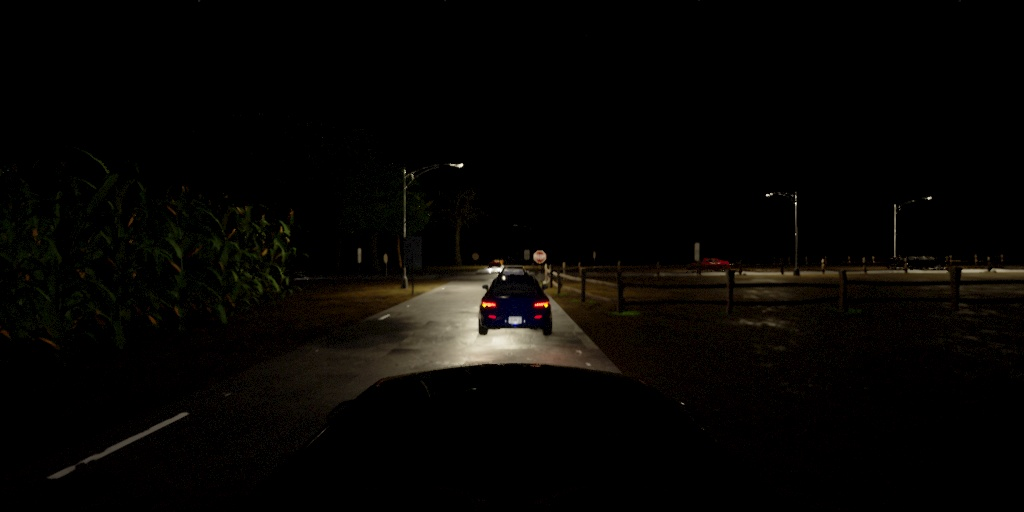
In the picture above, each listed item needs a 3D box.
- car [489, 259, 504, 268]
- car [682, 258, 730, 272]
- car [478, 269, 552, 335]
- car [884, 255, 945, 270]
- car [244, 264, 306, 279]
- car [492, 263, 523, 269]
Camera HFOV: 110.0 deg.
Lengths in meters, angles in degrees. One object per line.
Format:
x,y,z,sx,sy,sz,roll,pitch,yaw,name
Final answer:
-2.830,1.345,59.663,1.895,1.301,4.718,0,0,0,car
20.507,0.979,37.988,4.674,1.442,1.812,-1,1,0,car
0.088,1.262,10.287,1.812,1.442,4.674,0,0,0,car
42.388,0.671,37.826,5.008,1.535,1.882,0,1,1,car
-23.370,1.538,35.284,5.357,1.411,2.033,-1,1,0,car
0.070,1.292,20.177,1.994,1.385,4.181,0,0,0,car
